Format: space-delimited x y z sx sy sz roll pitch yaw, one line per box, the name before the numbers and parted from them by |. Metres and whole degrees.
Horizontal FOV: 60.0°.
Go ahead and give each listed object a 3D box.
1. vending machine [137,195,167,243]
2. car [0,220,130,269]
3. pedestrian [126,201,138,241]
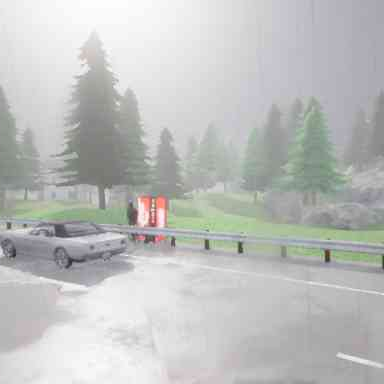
vending machine | -1.855 1.195 15.373 0.880 2.100 1.100 0 0 33
car | -4.430 1.601 11.136 4.718 1.301 1.895 0 0 33
pedestrian | -2.757 1.294 15.198 0.375 1.860 0.375 0 0 33
